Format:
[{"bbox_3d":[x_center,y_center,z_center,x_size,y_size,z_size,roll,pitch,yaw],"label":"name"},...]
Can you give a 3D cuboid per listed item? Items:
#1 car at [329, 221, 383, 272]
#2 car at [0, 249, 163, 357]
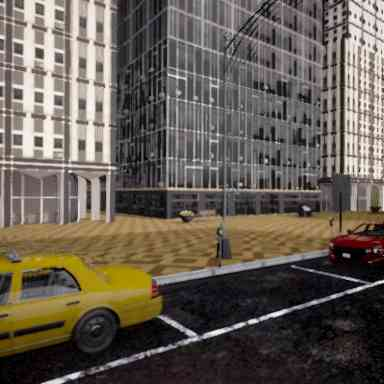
[{"bbox_3d":[6.389,1.645,11.119,4.507,1.381,1.887,1,0,-35],"label":"car"},{"bbox_3d":[-2.757,1.528,4.594,4.829,1.417,1.752,1,0,-36],"label":"car"}]
